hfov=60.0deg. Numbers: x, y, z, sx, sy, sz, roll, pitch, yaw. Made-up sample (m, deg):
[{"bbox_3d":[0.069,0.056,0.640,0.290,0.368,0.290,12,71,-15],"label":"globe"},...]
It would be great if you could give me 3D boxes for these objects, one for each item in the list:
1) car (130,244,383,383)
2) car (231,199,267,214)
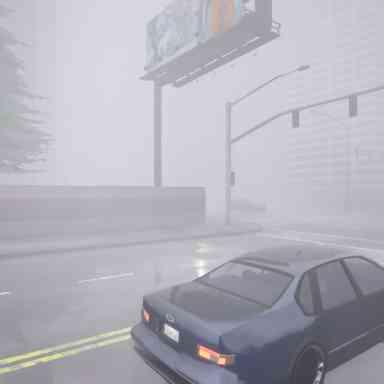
[{"bbox_3d":[1.796,1.547,5.044,5.357,1.411,2.033,0,0,-37],"label":"car"},{"bbox_3d":[5.803,1.477,35.778,1.882,1.535,5.008,0,0,-35],"label":"car"}]
